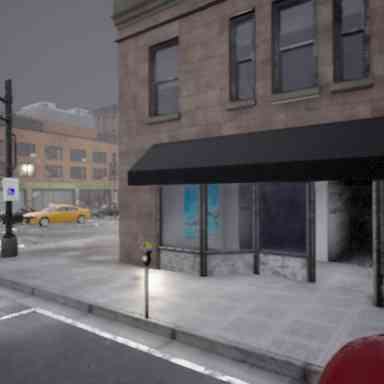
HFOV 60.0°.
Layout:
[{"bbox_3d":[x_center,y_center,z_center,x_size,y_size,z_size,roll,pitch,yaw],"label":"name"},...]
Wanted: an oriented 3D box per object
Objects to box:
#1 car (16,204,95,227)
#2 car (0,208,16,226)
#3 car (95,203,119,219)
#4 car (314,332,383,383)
[{"bbox_3d":[-10.177,1.722,25.240,1.882,1.535,5.008,0,-1,35],"label":"car"},{"bbox_3d":[-13.748,1.859,25.816,1.895,1.301,4.718,0,-1,35],"label":"car"},{"bbox_3d":[-8.457,1.832,33.303,1.812,1.442,4.674,-1,-1,36],"label":"car"},{"bbox_3d":[2.799,1.302,0.813,5.009,1.841,2.192,0,0,36],"label":"car"}]
